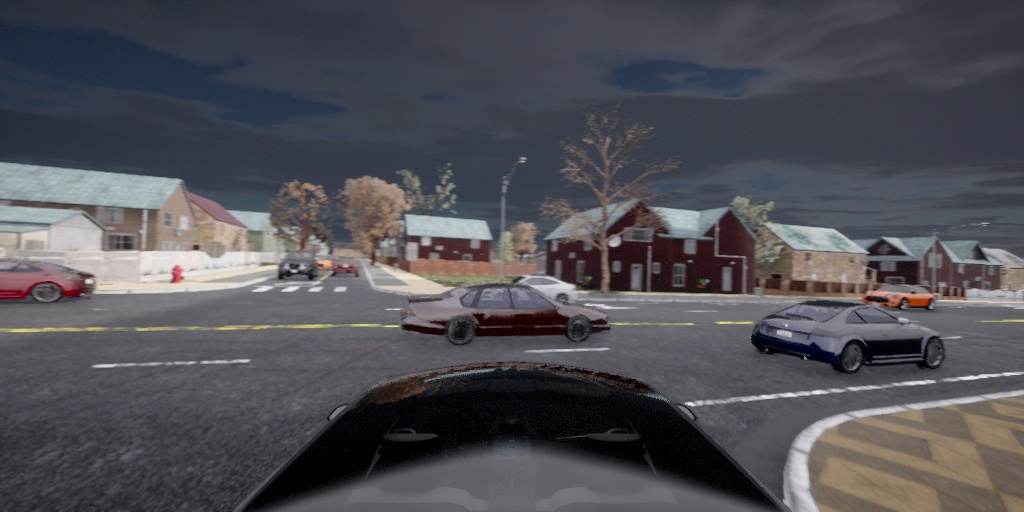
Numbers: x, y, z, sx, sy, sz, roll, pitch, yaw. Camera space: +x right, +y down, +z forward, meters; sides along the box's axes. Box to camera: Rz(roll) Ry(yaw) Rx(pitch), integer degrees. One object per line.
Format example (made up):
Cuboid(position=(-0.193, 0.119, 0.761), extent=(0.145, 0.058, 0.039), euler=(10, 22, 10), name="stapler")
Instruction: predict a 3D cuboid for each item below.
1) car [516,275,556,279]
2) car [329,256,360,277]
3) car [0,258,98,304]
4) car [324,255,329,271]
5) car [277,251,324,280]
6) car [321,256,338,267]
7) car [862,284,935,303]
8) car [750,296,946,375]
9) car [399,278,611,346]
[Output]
Cuboid(position=(0.794, 1.585, 16.705), extent=(4.674, 1.442, 1.812), euler=(3, -1, -18), name="car")
Cuboid(position=(-14.843, 0.851, 32.155), extent=(2.097, 1.767, 4.553), euler=(2, -1, -23), name="car")
Cuboid(position=(-16.359, 0.752, 11.396), extent=(4.181, 1.385, 1.994), euler=(3, -1, -31), name="car")
Cuboid(position=(-21.574, 0.692, 40.395), extent=(2.097, 1.767, 4.553), euler=(2, -1, -23), name="car")
Cuboid(position=(-15.591, 0.636, 26.447), extent=(2.150, 2.045, 5.566), euler=(2, 0, -23), name="car")
Cuboid(position=(-27.043, 0.785, 53.210), extent=(1.837, 1.490, 4.892), euler=(2, 0, -23), name="car")
Cuboid(position=(26.820, 2.781, 24.941), extent=(4.553, 1.767, 2.097), euler=(3, -1, -17), name="car")
Cuboid(position=(7.908, 1.782, 8.522), extent=(4.181, 1.385, 1.994), euler=(3, -1, -18), name="car")
Cuboid(position=(-0.143, 1.417, 9.373), extent=(5.357, 1.411, 2.033), euler=(3, -1, -18), name="car")
